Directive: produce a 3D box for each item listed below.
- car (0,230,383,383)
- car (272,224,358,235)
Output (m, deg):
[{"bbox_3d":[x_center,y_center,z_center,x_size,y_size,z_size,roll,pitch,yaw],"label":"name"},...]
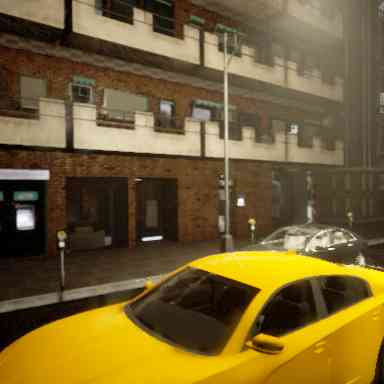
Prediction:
[{"bbox_3d":[0.571,1.481,3.660,5.008,1.535,1.882,0,0,-35],"label":"car"},{"bbox_3d":[2.927,1.558,8.661,4.403,1.369,2.008,0,-1,-36],"label":"car"}]
